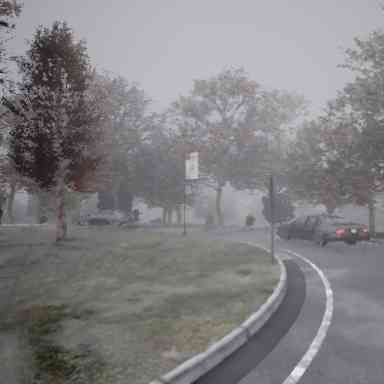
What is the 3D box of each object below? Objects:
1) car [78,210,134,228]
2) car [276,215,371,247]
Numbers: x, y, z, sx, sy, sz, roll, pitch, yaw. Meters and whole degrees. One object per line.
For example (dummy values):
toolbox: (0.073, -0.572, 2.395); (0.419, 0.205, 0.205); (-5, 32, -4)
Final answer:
car: (-7.444, 2.307, 28.822); (4.902, 1.511, 2.128); (-1, -2, 12)
car: (6.250, 1.841, 16.578); (2.033, 1.411, 5.357); (0, -3, -15)
